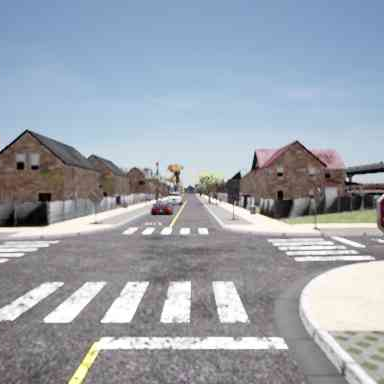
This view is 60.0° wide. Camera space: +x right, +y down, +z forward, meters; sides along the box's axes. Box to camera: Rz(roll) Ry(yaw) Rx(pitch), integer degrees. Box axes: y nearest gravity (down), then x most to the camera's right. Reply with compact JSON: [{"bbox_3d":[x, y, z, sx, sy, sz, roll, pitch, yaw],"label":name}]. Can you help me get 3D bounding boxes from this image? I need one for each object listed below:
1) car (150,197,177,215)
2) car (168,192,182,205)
[{"bbox_3d":[-2.830,1.490,32.142,1.994,1.385,4.181,0,0,0],"label":"car"},{"bbox_3d":[-2.773,1.096,55.152,2.150,2.045,5.566,0,0,1],"label":"car"}]
